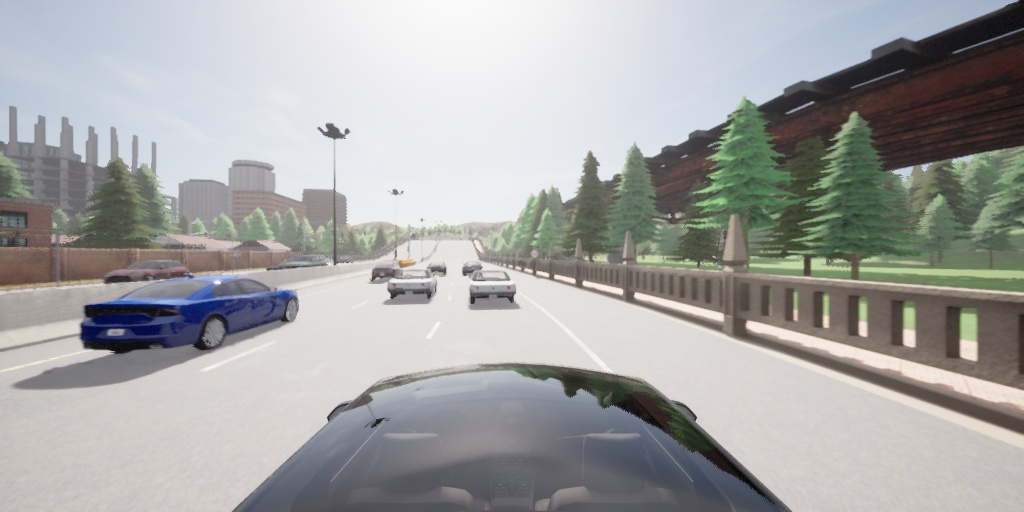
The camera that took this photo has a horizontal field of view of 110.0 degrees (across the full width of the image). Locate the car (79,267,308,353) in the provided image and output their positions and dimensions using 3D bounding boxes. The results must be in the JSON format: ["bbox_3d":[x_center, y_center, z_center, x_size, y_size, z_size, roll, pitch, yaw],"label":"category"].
[{"bbox_3d":[-7.304,1.214,8.908,1.882,1.535,5.008,0,0,-4],"label":"car"}]

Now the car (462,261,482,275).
[{"bbox_3d":[-3.923,1.164,35.771,1.994,1.385,4.181,0,0,-9],"label":"car"}]

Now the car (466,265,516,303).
[{"bbox_3d":[-1.027,1.285,16.305,1.895,1.301,4.718,0,0,-7],"label":"car"}]

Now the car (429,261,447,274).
[{"bbox_3d":[-7.640,1.206,36.946,1.895,1.301,4.718,0,0,-9],"label":"car"}]

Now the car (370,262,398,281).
[{"bbox_3d":[-9.920,1.176,28.675,1.812,1.442,4.674,0,0,-9],"label":"car"}]

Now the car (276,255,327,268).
[{"bbox_3d":[-17.414,0.888,30.077,2.150,2.045,5.566,0,0,-9],"label":"car"}]

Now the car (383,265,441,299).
[{"bbox_3d":[-4.759,1.288,17.740,1.895,1.301,4.718,0,0,-8],"label":"car"}]

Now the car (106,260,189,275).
[{"bbox_3d":[-23.449,1.064,23.244,2.097,1.767,4.553,0,0,-9],"label":"car"}]
